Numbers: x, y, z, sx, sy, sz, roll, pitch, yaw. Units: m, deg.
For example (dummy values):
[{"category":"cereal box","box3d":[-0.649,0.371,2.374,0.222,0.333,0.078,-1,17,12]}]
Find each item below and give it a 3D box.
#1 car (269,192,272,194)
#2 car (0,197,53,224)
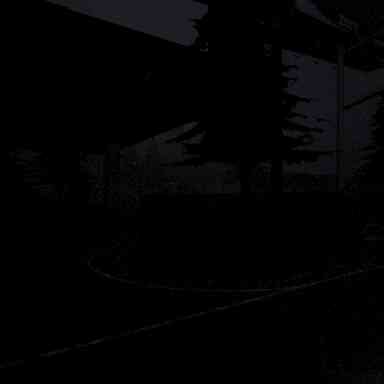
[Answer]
[{"category":"car","box3d":[6.204,1.050,28.677,2.150,2.045,5.566,0,1,-34]},{"category":"car","box3d":[-11.997,1.313,23.462,3.866,1.878,1.905,0,0,-36]}]
